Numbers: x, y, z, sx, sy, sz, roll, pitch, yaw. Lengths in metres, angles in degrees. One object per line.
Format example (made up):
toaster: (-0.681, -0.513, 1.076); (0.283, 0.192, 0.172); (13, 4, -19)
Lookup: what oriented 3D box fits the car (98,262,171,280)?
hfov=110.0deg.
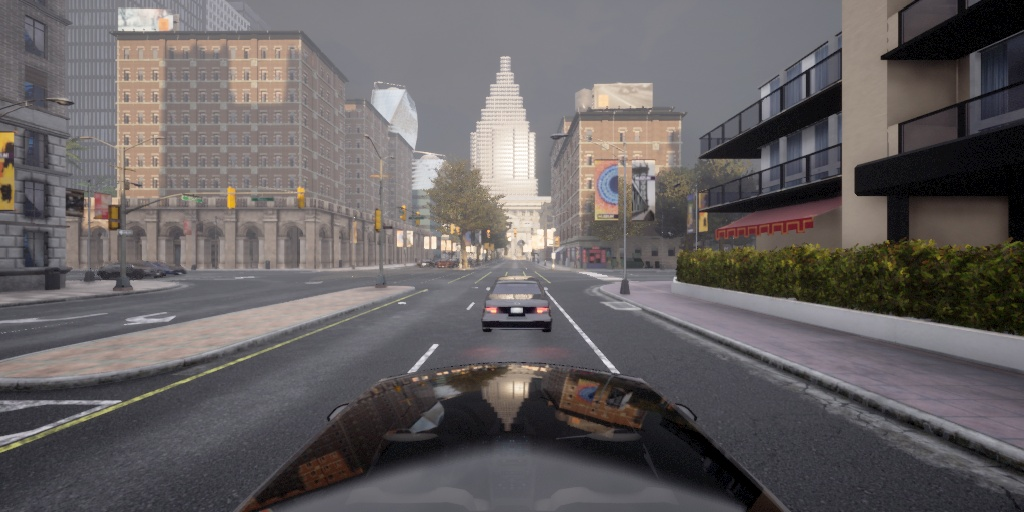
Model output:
car: (-33.021, 1.276, 31.100); (4.674, 1.442, 1.812); (0, 0, 0)

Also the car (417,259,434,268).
car: (-14.506, 1.241, 61.595); (2.128, 1.511, 4.902); (0, 0, 1)

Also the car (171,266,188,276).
car: (-34.672, 1.298, 34.602); (5.357, 1.411, 2.033); (0, 0, 0)

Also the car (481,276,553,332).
car: (0.148, 1.297, 10.776); (2.033, 1.411, 5.357); (0, 0, 1)

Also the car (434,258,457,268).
car: (-11.037, 1.102, 59.708); (2.097, 1.767, 4.553); (0, 0, 1)
